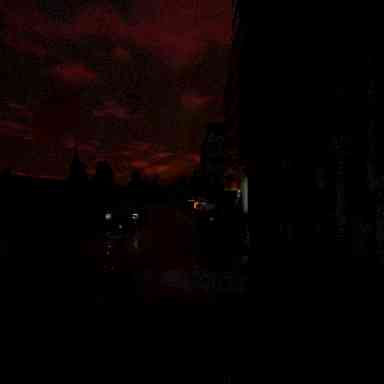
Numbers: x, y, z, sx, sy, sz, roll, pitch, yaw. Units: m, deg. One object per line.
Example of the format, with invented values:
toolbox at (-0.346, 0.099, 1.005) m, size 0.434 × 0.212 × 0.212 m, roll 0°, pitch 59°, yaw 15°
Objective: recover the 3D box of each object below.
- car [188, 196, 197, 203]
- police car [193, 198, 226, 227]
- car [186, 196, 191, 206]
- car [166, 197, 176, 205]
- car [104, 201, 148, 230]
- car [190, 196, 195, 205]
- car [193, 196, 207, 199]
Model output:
car at (0.094, 1.575, 71.214) m, size 1.837 × 1.490 × 4.892 m, roll 0°, pitch 0°, yaw 0°
police car at (1.219, 1.467, 23.200) m, size 1.930 × 1.638 × 5.238 m, roll 0°, pitch 0°, yaw 0°
car at (0.075, 1.606, 56.207) m, size 2.128 × 1.511 × 4.902 m, roll 0°, pitch 0°, yaw 0°
car at (-3.933, 1.676, 63.124) m, size 2.033 × 1.411 × 5.357 m, roll 0°, pitch 0°, yaw 1°
car at (-4.071, 1.395, 21.187) m, size 2.097 × 1.767 × 4.553 m, roll 0°, pitch 0°, yaw 0°
car at (1.198, 1.380, 39.059) m, size 2.097 × 1.767 × 4.553 m, roll -3°, pitch 0°, yaw 0°
car at (1.244, 1.524, 33.279) m, size 1.801 × 1.575 × 5.366 m, roll 0°, pitch 0°, yaw 0°
